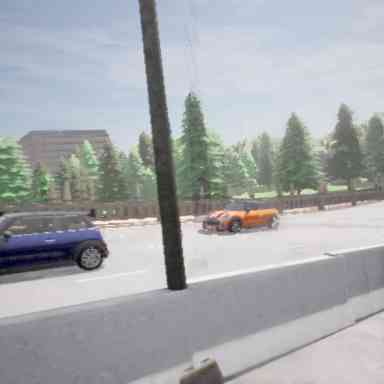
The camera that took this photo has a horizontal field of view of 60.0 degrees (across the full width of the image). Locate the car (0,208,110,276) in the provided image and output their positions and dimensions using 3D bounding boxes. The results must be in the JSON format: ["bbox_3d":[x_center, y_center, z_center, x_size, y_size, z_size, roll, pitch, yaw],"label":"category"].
[{"bbox_3d":[-4.725,1.344,9.214,4.553,1.767,2.097,0,0,-35],"label":"car"}]

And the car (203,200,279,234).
[{"bbox_3d":[2.820,1.270,18.880,4.553,1.767,2.097,0,0,-35],"label":"car"}]
